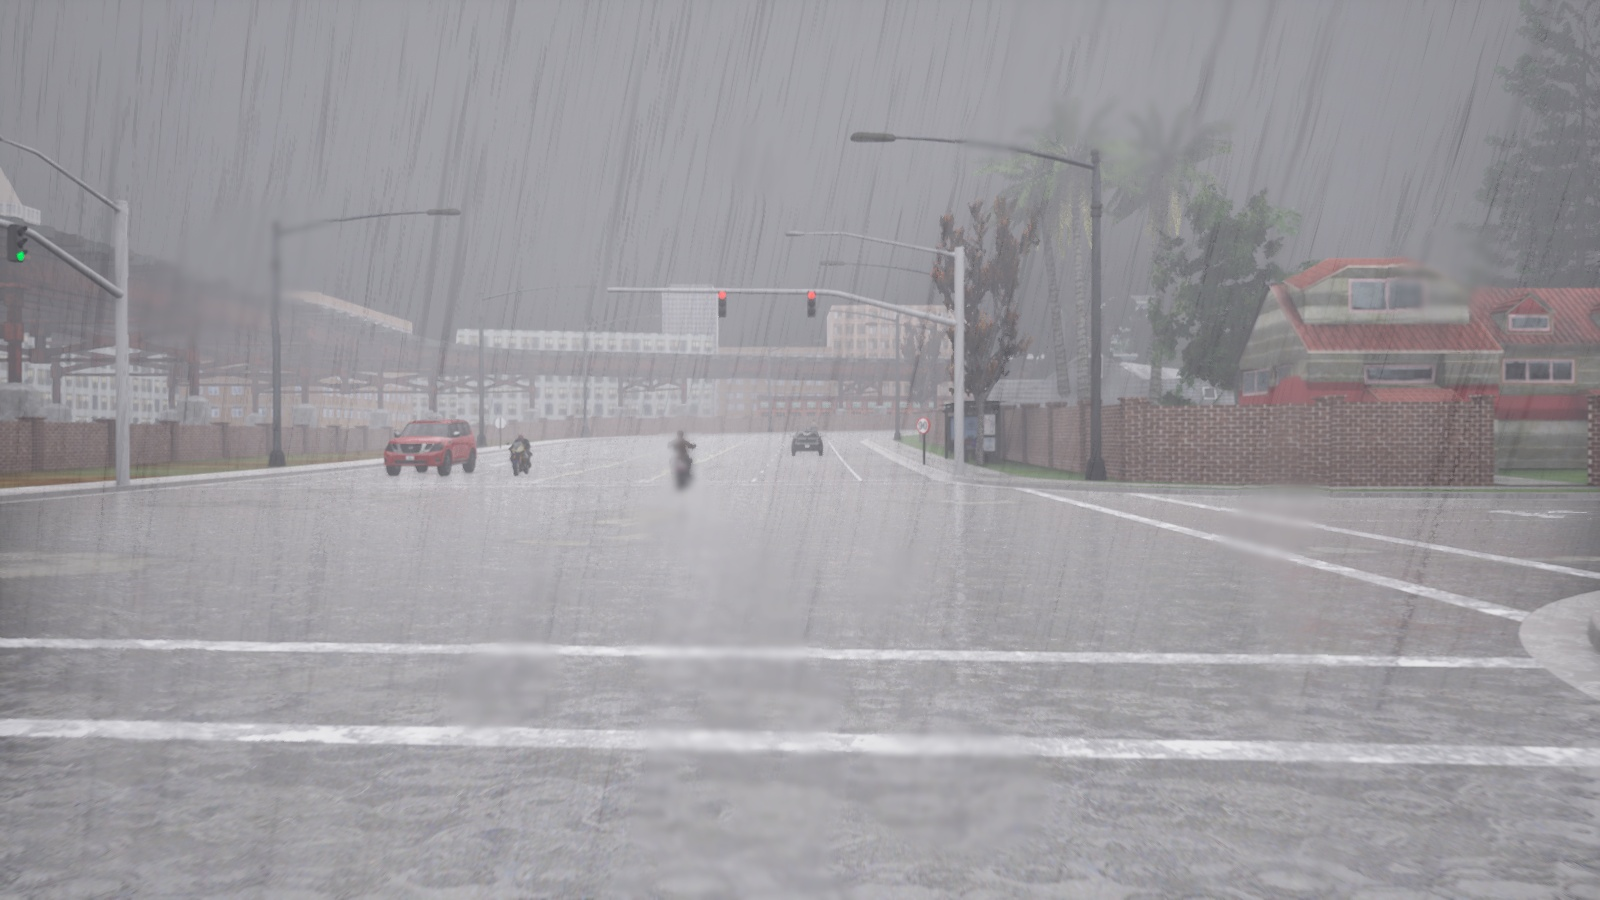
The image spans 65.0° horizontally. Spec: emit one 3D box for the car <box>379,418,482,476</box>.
[{"bbox_3d":[-13.724,-0.166,46.993,2.150,2.045,5.566,0,1,0],"label":"car"}]

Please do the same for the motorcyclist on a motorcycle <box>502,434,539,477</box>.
[{"bbox_3d":[-10.231,0.172,46.043,0.866,1.530,2.191,0,1,0],"label":"motorcyclist on a motorcycle"}]

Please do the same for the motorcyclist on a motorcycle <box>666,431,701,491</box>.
[{"bbox_3d":[-3.288,0.282,35.678,0.766,1.649,2.350,0,1,0],"label":"motorcyclist on a motorcycle"}]

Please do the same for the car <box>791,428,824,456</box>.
[{"bbox_3d":[0.411,-0.487,71.559,1.816,1.474,4.193,0,2,0],"label":"car"}]
